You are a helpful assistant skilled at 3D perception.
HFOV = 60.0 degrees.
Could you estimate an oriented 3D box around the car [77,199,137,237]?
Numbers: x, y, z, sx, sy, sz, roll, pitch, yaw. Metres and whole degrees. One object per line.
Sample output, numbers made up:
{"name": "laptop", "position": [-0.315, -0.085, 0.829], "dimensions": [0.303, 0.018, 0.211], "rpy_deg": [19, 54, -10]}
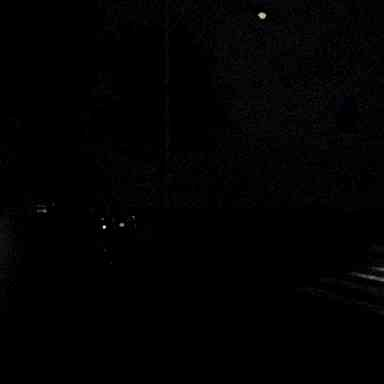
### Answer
{"name": "car", "position": [-5.369, 1.487, 20.405], "dimensions": [2.150, 2.045, 5.566], "rpy_deg": [0, -1, -34]}

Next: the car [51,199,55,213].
{"name": "car", "position": [-22.451, 2.159, 50.681], "dimensions": [2.150, 2.045, 5.566], "rpy_deg": [0, -3, -34]}

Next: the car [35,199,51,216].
{"name": "car", "position": [-19.726, 1.986, 41.620], "dimensions": [2.150, 2.045, 5.566], "rpy_deg": [0, -1, -34]}
